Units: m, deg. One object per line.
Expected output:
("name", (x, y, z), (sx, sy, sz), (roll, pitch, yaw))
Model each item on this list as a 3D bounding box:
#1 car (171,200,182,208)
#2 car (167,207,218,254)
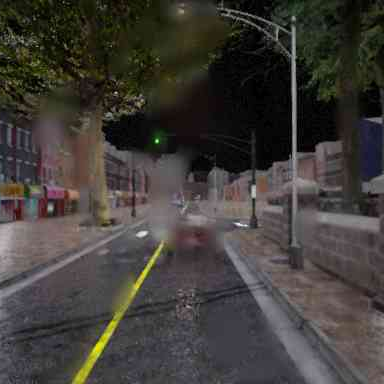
("car", (-2.767, 2.191, 61.277), (1.882, 1.535, 5.008), (0, -1, 1))
("car", (0.034, 1.634, 14.259), (1.882, 1.535, 5.008), (0, 0, 0))
